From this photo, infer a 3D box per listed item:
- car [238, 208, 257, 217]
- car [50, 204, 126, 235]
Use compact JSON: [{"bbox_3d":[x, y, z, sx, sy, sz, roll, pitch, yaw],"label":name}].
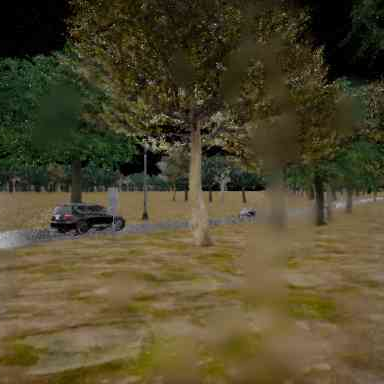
[{"bbox_3d":[9.402,3.372,55.922,2.128,1.511,4.902,-2,-2,33],"label":"car"},{"bbox_3d":[-7.212,1.878,23.639,2.150,2.045,5.566,-2,-3,33],"label":"car"}]
